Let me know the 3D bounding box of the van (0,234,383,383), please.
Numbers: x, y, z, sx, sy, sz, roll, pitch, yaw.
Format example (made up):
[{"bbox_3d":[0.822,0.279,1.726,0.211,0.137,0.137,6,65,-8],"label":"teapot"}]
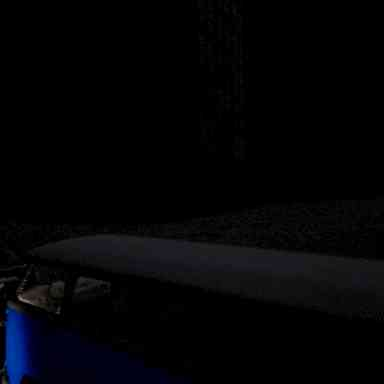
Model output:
[{"bbox_3d":[-0.037,1.351,2.885,3.998,1.788,1.690,0,-1,35],"label":"van"}]
